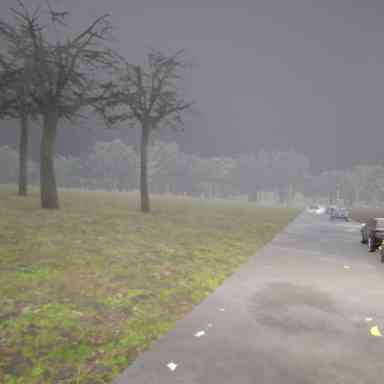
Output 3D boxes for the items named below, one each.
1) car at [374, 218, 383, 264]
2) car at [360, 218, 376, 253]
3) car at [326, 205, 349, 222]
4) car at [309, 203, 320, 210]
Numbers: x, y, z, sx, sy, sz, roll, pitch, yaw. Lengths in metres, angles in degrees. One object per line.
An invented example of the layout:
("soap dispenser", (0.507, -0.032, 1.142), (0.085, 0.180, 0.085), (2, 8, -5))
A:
("car", (7.285, 1.825, 10.430), (1.801, 1.575, 5.366), (2, -1, 20))
("car", (9.316, 1.980, 15.873), (1.882, 1.535, 5.008), (2, -1, 20))
("car", (16.627, 2.529, 37.698), (2.033, 1.411, 5.357), (2, -1, 21))
("car", (25.933, 3.090, 70.611), (1.837, 1.490, 4.892), (2, -1, 20))
